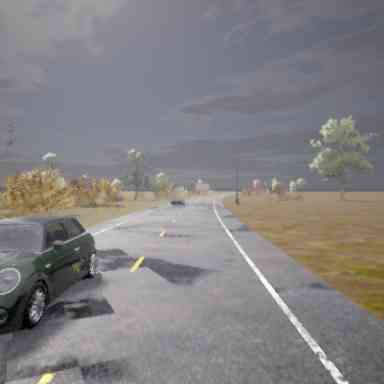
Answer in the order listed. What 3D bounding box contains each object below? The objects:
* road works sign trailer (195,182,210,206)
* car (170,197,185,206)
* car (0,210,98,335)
[{"bbox_3d":[1.638,0.284,51.929,2.380,3.560,2.880,0,0,4],"label":"road works sign trailer"},{"bbox_3d":[-2.068,1.427,49.340,1.895,1.301,4.718,0,0,4],"label":"car"},{"bbox_3d":[-3.544,1.327,6.855,2.097,1.767,4.553,0,0,1],"label":"car"}]
